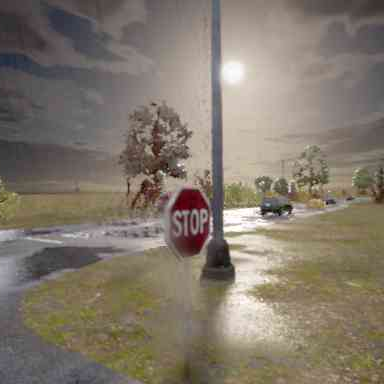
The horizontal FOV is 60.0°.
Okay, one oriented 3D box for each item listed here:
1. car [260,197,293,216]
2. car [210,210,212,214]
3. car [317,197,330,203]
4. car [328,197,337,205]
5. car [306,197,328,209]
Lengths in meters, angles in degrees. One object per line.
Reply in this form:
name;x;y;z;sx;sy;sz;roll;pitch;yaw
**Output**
car;9.342;1.533;36.608;2.150;2.045;5.566;-1;-1;34
car;1.635;1.926;37.693;2.033;1.411;5.357;-1;-1;34
car;34.358;2.052;86.590;2.128;1.511;4.902;-1;-1;34
car;29.717;1.944;70.910;1.837;1.490;4.892;-1;-1;27
car;19.064;1.845;51.231;1.882;1.535;5.008;-1;0;33
